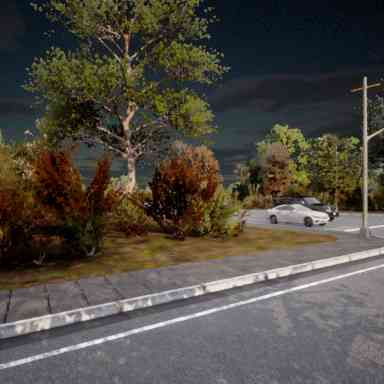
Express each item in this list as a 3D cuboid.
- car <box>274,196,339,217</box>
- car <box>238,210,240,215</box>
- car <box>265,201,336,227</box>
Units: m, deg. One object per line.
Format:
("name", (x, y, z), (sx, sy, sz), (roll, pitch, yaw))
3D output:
("car", (9.049, 1.316, 27.235), (2.150, 2.045, 5.566), (0, -1, -37))
("car", (2.819, 1.589, 34.508), (2.097, 1.767, 4.553), (0, -1, -42))
("car", (7.365, 1.600, 23.641), (1.812, 1.442, 4.674), (0, -1, -38))
